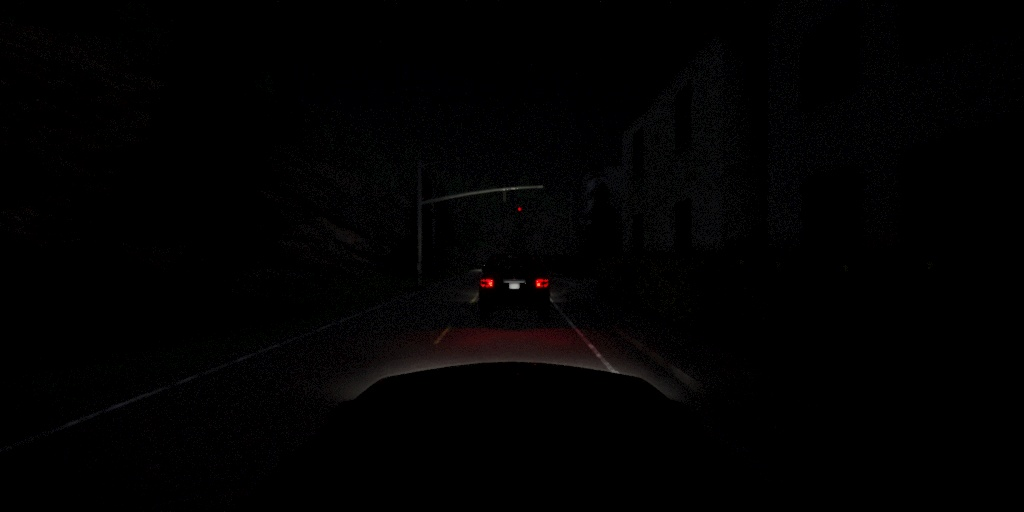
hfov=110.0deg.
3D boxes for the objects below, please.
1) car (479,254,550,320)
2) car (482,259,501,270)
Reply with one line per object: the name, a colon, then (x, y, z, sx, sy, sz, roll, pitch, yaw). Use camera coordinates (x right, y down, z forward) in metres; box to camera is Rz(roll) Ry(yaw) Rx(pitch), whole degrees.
car: (0.080, 0.972, 12.711, 2.150, 2.045, 5.566, 0, -1, 0)
car: (-3.054, 1.283, 54.455, 1.837, 1.490, 4.892, 0, 0, 8)
